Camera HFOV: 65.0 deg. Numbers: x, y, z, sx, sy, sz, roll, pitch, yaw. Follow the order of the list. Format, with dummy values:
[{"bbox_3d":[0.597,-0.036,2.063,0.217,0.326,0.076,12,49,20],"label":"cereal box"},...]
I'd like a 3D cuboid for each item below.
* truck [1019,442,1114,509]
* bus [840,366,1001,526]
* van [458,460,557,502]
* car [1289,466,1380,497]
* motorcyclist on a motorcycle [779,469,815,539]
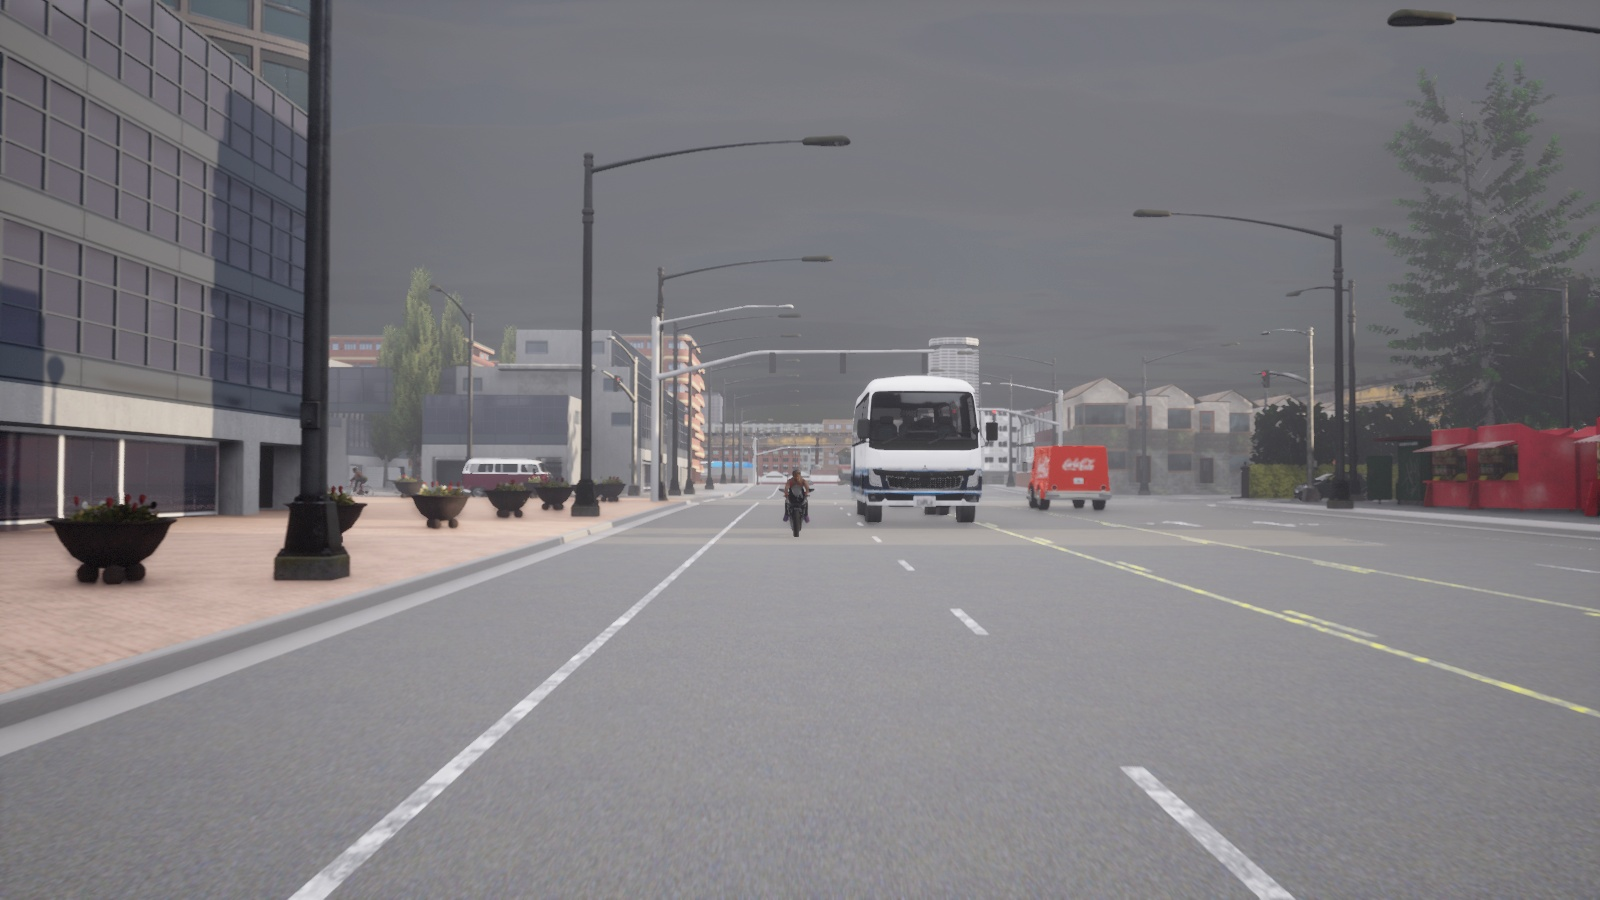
[{"bbox_3d":[10.382,0.993,49.398,2.627,2.467,5.204,0,-1,0],"label":"truck"},{"bbox_3d":[3.401,-0.041,38.781,3.944,4.253,10.273,0,-1,0],"label":"bus"},{"bbox_3d":[-14.607,1.573,62.905,4.480,2.038,2.069,0,-2,0],"label":"van"},{"bbox_3d":[28.141,1.668,66.166,3.988,1.617,1.851,0,-2,0],"label":"car"},{"bbox_3d":[-0.068,1.191,28.533,0.797,1.523,2.044,0,-1,0],"label":"motorcyclist on a motorcycle"}]
